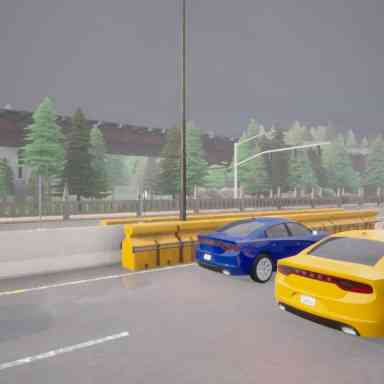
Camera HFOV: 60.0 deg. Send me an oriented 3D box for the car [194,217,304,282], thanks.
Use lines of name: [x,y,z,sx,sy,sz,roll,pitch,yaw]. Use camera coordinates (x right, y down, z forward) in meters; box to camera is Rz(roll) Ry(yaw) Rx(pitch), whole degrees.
car: [2.399,1.478,9.770,5.008,1.535,1.882,0,0,-36]

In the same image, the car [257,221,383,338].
car: [3.762,1.478,6.441,5.008,1.535,1.882,0,0,-35]
